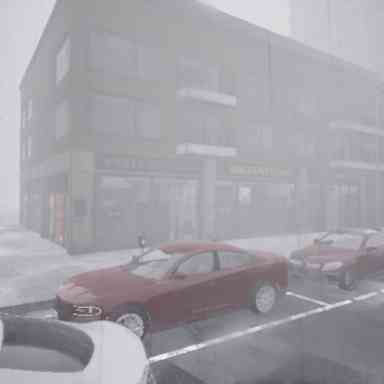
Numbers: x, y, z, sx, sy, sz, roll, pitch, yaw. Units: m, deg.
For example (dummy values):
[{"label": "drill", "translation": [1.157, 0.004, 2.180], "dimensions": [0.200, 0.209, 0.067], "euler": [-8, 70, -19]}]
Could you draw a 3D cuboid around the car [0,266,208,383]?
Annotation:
[{"label": "car", "translation": [-2.364, 1.534, 1.685], "dimensions": [4.674, 1.442, 1.812], "euler": [1, -1, -33]}]

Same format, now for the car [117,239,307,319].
[{"label": "car", "translation": [-0.154, 1.614, 6.208], "dimensions": [4.507, 1.381, 1.887], "euler": [1, -1, -33]}]

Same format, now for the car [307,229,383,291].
[{"label": "car", "translation": [4.454, 1.706, 9.255], "dimensions": [4.206, 1.307, 1.802], "euler": [1, -1, -33]}]
